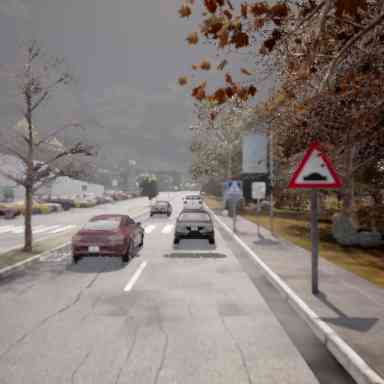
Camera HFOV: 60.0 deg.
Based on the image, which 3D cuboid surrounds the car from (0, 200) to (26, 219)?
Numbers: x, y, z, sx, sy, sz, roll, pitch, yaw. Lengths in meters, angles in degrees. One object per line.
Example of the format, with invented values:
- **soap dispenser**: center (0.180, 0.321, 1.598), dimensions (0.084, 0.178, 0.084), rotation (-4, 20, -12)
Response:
- **car**: center (-16.819, 1.534, 27.667), dimensions (4.792, 1.488, 2.163), rotation (-1, 0, -20)

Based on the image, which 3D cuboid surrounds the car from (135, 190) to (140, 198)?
- **car**: center (-16.840, 0.703, 84.672), dimensions (5.566, 2.045, 2.435), rotation (-1, 1, -20)

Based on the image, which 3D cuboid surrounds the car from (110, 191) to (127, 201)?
- **car**: center (-16.795, 1.187, 69.704), dimensions (4.792, 1.488, 2.163), rotation (-1, 1, -20)

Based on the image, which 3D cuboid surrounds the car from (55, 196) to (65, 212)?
- **car**: center (-16.844, 1.539, 36.664), dimensions (4.674, 1.452, 2.002), rotation (-1, 0, -20)

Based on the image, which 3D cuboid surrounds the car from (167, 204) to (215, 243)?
- **car**: center (0.099, 1.557, 16.219), dimensions (2.033, 1.411, 5.357), rotation (0, 0, 0)

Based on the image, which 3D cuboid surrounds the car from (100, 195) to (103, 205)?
- **car**: center (-16.857, 1.438, 51.664), dimensions (4.792, 1.488, 2.163), rotation (-1, 1, -20)

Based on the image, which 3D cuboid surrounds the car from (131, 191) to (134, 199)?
- **car**: center (-16.643, 1.063, 75.759), dimensions (5.366, 1.575, 1.946), rotation (-1, 1, -20)

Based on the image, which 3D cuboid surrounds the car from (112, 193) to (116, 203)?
- **car**: center (-16.829, 1.336, 60.688), dimensions (4.674, 1.452, 2.002), rotation (-1, 1, -20)

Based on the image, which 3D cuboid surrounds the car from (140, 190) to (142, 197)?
- **car**: center (-16.780, 0.763, 90.700), dimensions (4.553, 1.767, 2.185), rotation (-1, 1, -20)

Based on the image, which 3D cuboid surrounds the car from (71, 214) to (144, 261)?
- **car**: center (-2.914, 1.535, 12.188), dimensions (1.812, 1.442, 4.674), rotation (0, 0, 0)

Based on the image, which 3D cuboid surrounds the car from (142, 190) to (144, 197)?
- **car**: center (-16.841, 0.736, 93.686), dimensions (4.553, 1.767, 2.185), rotation (-1, 0, -20)

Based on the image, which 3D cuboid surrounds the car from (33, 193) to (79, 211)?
- **car**: center (-16.815, 1.243, 39.682), dimensions (5.566, 2.045, 2.435), rotation (-1, 0, -20)

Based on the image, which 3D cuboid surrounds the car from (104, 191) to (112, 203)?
- **car**: center (-16.860, 1.212, 57.676), dimensions (4.553, 1.767, 2.185), rotation (-1, 1, -20)

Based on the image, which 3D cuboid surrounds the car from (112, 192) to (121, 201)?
- **car**: center (-16.817, 1.251, 63.688), dimensions (5.008, 1.535, 2.097), rotation (-1, 1, -20)

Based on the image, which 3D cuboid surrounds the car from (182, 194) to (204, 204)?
- **car**: center (0.097, 1.230, 36.643), dimensions (2.150, 2.045, 5.566), rotation (0, 0, 0)

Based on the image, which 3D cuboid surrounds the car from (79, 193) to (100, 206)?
- **car**: center (-16.861, 1.186, 48.663), dimensions (5.566, 2.045, 2.435), rotation (-1, 1, -20)

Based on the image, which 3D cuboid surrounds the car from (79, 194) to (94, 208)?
- **car**: center (-16.663, 1.454, 45.737), dimensions (5.366, 1.575, 1.946), rotation (-1, 0, -20)

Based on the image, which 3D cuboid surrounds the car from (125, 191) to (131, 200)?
- **car**: center (-16.798, 0.861, 72.703), dimensions (5.566, 2.045, 2.435), rotation (-1, 1, -20)

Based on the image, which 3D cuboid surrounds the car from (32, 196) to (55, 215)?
- **car**: center (-17.013, 1.504, 33.591), dimensions (5.366, 1.575, 1.946), rotation (-1, 0, -20)

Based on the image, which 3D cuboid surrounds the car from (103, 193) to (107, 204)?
- **car**: center (-16.832, 1.419, 54.689), dimensions (4.674, 1.452, 2.002), rotation (-1, 0, -20)

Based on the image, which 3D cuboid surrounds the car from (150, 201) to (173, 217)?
- **car**: center (-2.902, 1.562, 31.985), dimensions (2.033, 1.411, 5.357), rotation (0, 0, 0)
